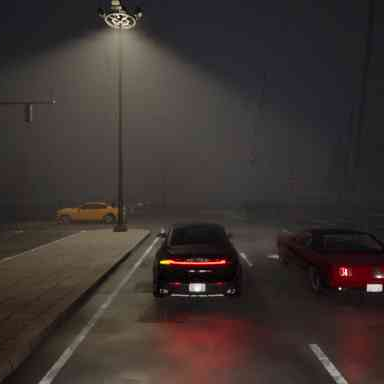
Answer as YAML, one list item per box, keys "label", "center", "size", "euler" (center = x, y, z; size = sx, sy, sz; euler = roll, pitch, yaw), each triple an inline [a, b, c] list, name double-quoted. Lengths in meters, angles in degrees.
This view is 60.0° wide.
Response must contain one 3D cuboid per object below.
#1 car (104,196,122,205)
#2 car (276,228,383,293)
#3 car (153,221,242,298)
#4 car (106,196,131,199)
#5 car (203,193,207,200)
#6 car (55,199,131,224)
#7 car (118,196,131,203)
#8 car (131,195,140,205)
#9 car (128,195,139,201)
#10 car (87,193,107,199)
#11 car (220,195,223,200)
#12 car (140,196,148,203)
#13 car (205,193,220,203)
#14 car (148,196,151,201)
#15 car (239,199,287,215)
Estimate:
- label: "car"
  center: [-14.672, 1.547, 62.125]
  size: [2.033, 1.411, 5.357]
  euler: [0, 0, 1]
- label: "car"
  center: [3.627, 1.601, 8.771]
  size: [1.895, 1.301, 4.718]
  euler: [0, 0, 1]
- label: "car"
  center: [0.124, 1.505, 8.525]
  size: [1.837, 1.490, 4.892]
  euler: [0, 0, 1]
- label: "car"
  center: [-11.284, 1.601, 51.327]
  size: [1.895, 1.301, 4.718]
  euler: [0, 0, 0]
- label: "car"
  center: [4.328, 1.225, 94.730]
  size: [2.150, 2.045, 5.566]
  euler: [0, 0, 2]
- label: "car"
  center: [-7.253, 1.477, 24.097]
  size: [5.008, 1.535, 1.882]
  euler: [0, 0, -3]
- label: "car"
  center: [-14.562, 1.553, 72.071]
  size: [1.994, 1.385, 4.181]
  euler: [0, 0, 0]
- label: "car"
  center: [-11.205, 1.505, 60.337]
  size: [1.837, 1.490, 4.892]
  euler: [0, 0, 1]
- label: "car"
  center: [-14.483, 1.517, 82.275]
  size: [1.812, 1.442, 4.674]
  euler: [0, 0, 1]
- label: "car"
  center: [-14.777, 1.221, 51.876]
  size: [2.150, 2.045, 5.566]
  euler: [0, 0, 0]
- label: "car"
  center: [7.828, 1.553, 94.672]
  size: [1.994, 1.385, 4.181]
  euler: [0, 0, 2]
- label: "car"
  center: [-11.079, 1.595, 69.310]
  size: [1.895, 1.301, 4.718]
  euler: [0, 0, 0]
- label: "car"
  center: [4.003, 1.526, 66.635]
  size: [1.812, 1.442, 4.674]
  euler: [0, 0, 0]
- label: "car"
  center: [-11.015, 1.552, 79.162]
  size: [1.994, 1.385, 4.181]
  euler: [0, 0, 0]
- label: "car"
  center: [7.260, 1.478, 34.357]
  size: [5.008, 1.535, 1.882]
  euler: [0, 1, 32]
